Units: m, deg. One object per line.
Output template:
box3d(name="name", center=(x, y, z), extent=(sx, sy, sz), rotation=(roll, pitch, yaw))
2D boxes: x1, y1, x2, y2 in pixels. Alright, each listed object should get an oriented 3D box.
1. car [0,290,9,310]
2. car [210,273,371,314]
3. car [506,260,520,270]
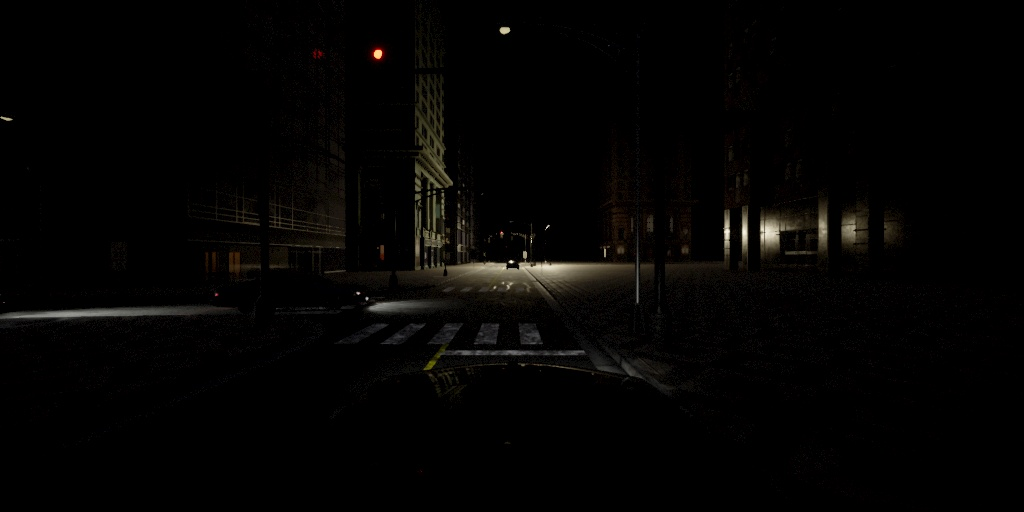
box3d(name="car", center=(-22.581, 1.557, 13.737), extent=(4.902, 1.511, 2.128), rotation=(0, 0, 0))
box3d(name="car", center=(-8.545, 1.394, 14.213), extent=(5.357, 1.411, 2.033), rotation=(-1, 0, -7))
box3d(name="car", center=(0.121, 1.325, 53.391), extent=(1.994, 1.385, 4.181), rotation=(0, 0, 0))
